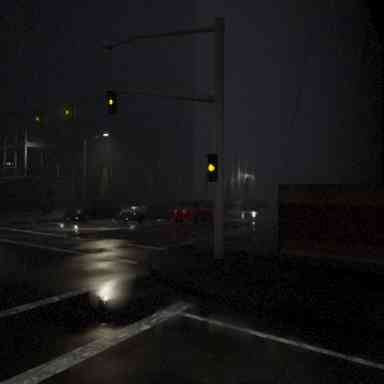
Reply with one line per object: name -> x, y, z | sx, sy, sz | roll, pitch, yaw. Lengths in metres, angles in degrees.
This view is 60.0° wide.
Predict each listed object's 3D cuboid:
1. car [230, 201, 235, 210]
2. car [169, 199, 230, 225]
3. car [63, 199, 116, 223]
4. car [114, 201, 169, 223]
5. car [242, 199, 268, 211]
car -> 2.088, 1.530, 33.631 | 1.882, 1.535, 5.008 | 0, 0, 35
car -> 0.673, 1.405, 25.293 | 2.097, 1.767, 4.553 | 0, 0, 36
car -> -7.689, 1.404, 25.973 | 2.097, 1.767, 4.553 | 0, 0, 36
car -> -3.424, 1.653, 25.925 | 1.895, 1.301, 4.718 | 0, 0, 36
car -> 8.054, 1.578, 41.953 | 1.812, 1.442, 4.674 | 0, 0, 36
